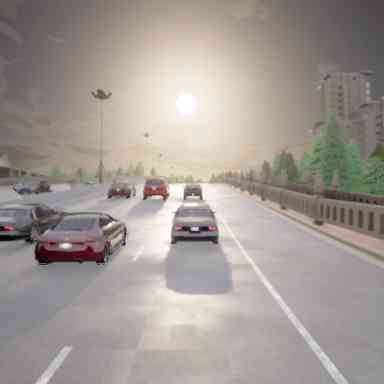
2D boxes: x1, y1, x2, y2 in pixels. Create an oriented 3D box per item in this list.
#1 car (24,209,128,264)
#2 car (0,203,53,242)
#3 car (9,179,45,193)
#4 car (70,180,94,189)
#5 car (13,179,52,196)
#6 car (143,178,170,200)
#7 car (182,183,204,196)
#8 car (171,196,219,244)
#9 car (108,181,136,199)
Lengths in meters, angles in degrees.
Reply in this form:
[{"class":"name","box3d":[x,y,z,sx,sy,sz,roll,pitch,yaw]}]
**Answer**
[{"class":"car","box3d":[-3.403,1.335,10.947,1.994,1.385,4.181,0,2,0]},{"class":"car","box3d":[-6.903,1.173,13.979,2.033,1.411,5.357,0,3,0]},{"class":"car","box3d":[-21.089,-0.805,42.748,2.128,1.511,4.902,0,4,0]},{"class":"car","box3d":[-14.092,-0.805,42.739,2.128,1.511,4.902,0,4,0]},{"class":"car","box3d":[-17.598,-0.575,37.276,2.097,1.767,4.553,0,4,0]},{"class":"car","box3d":[-3.406,-0.379,32.494,2.150,2.045,5.566,0,4,0]},{"class":"car","box3d":[0.094,-0.165,33.523,1.837,1.490,4.892,0,4,0]},{"class":"car","box3d":[0.098,1.176,13.936,2.033,1.411,5.357,0,3,0]},{"class":"car","box3d":[-6.906,-0.303,33.279,2.097,1.767,4.553,0,4,0]}]
